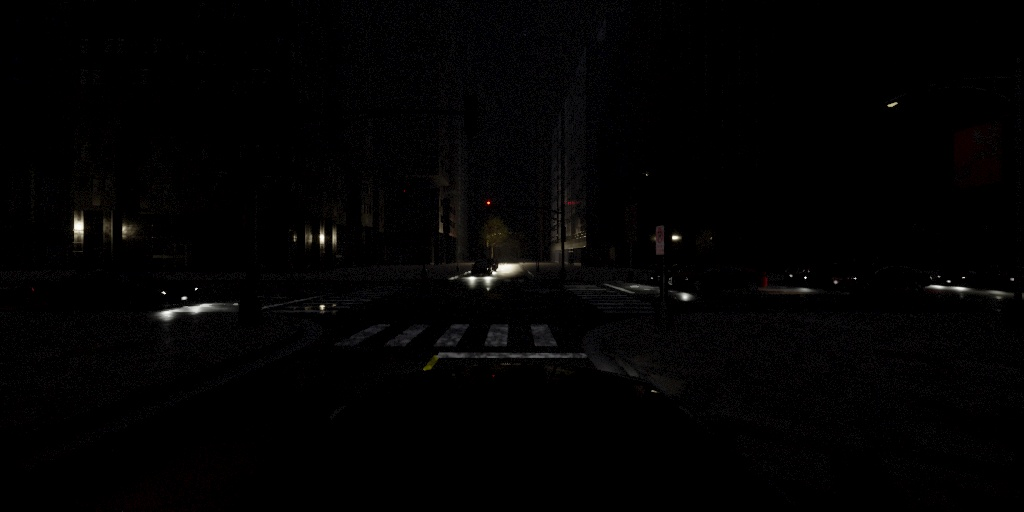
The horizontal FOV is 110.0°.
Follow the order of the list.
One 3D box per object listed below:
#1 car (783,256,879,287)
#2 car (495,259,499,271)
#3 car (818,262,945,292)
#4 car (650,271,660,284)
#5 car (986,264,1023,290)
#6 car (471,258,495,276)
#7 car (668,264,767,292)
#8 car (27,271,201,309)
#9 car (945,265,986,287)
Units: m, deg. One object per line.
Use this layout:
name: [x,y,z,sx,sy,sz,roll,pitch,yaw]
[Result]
car: [21.585,0.986,24.129,5.566,2.045,2.150,0,0,1]
car: [-3.115,1.101,47.293,2.097,1.767,4.553,0,0,0]
car: [21.331,1.262,20.894,4.902,1.511,2.128,0,0,0]
car: [11.854,1.258,24.194,4.892,1.490,1.837,0,0,-1]
car: [31.944,1.007,20.845,5.566,2.045,2.150,0,0,0]
car: [-3.101,1.227,37.513,1.882,1.535,5.008,0,0,1]
car: [12.007,1.237,20.937,5.008,1.535,1.882,0,0,1]
car: [-15.761,1.293,14.339,5.357,1.411,2.033,0,0,0]
car: [32.040,1.327,24.094,5.357,1.411,2.033,0,0,0]
